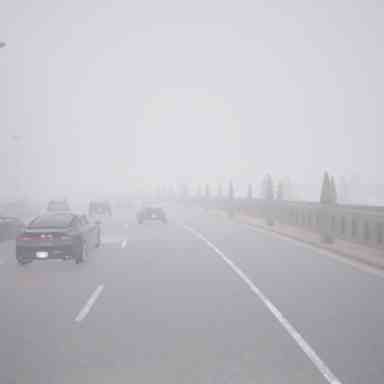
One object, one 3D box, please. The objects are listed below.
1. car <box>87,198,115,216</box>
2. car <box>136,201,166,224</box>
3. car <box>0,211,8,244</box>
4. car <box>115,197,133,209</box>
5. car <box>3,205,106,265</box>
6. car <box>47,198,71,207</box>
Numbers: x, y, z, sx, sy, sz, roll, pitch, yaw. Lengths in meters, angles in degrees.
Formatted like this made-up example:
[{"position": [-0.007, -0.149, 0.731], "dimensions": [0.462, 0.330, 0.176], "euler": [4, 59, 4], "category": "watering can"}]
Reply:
[{"position": [-8.227, 1.276, 29.573], "dimensions": [1.882, 1.535, 5.008], "euler": [0, 0, -17], "category": "car"}, {"position": [-2.938, 1.355, 23.427], "dimensions": [1.812, 1.442, 4.674], "euler": [0, 0, -13], "category": "car"}, {"position": [-8.035, 1.417, 12.784], "dimensions": [2.128, 1.511, 4.902], "euler": [0, 0, -7], "category": "car"}, {"position": [-8.505, 1.280, 40.439], "dimensions": [1.994, 1.385, 4.181], "euler": [0, 0, -23], "category": "car"}, {"position": [-4.334, 1.430, 11.413], "dimensions": [1.837, 1.490, 4.892], "euler": [0, 0, -7], "category": "car"}, {"position": [-12.488, 1.289, 31.321], "dimensions": [2.128, 1.511, 4.902], "euler": [0, 0, -18], "category": "car"}]
